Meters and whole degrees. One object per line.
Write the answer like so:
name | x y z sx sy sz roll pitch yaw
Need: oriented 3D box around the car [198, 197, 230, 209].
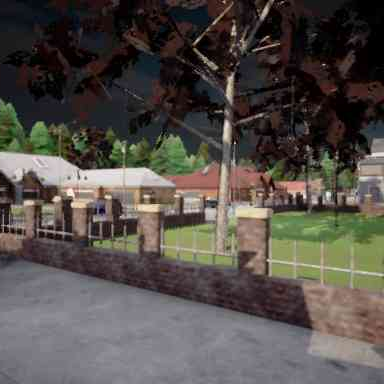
car | 2.997 1.384 42.938 2.033 1.411 5.357 1 0 36

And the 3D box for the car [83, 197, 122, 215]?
car | -8.023 1.191 27.666 2.097 1.767 4.553 1 0 36
